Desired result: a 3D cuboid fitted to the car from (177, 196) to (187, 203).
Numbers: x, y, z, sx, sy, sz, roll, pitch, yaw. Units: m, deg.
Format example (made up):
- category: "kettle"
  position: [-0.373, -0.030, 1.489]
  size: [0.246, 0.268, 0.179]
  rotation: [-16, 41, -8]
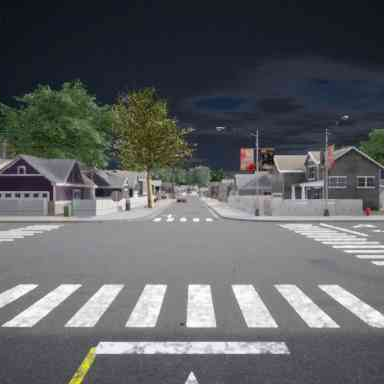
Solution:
- category: "car"
  position: [-2.122, 1.505, 69.081]
  size: [1.882, 1.535, 5.008]
  rotation: [0, 0, 0]
